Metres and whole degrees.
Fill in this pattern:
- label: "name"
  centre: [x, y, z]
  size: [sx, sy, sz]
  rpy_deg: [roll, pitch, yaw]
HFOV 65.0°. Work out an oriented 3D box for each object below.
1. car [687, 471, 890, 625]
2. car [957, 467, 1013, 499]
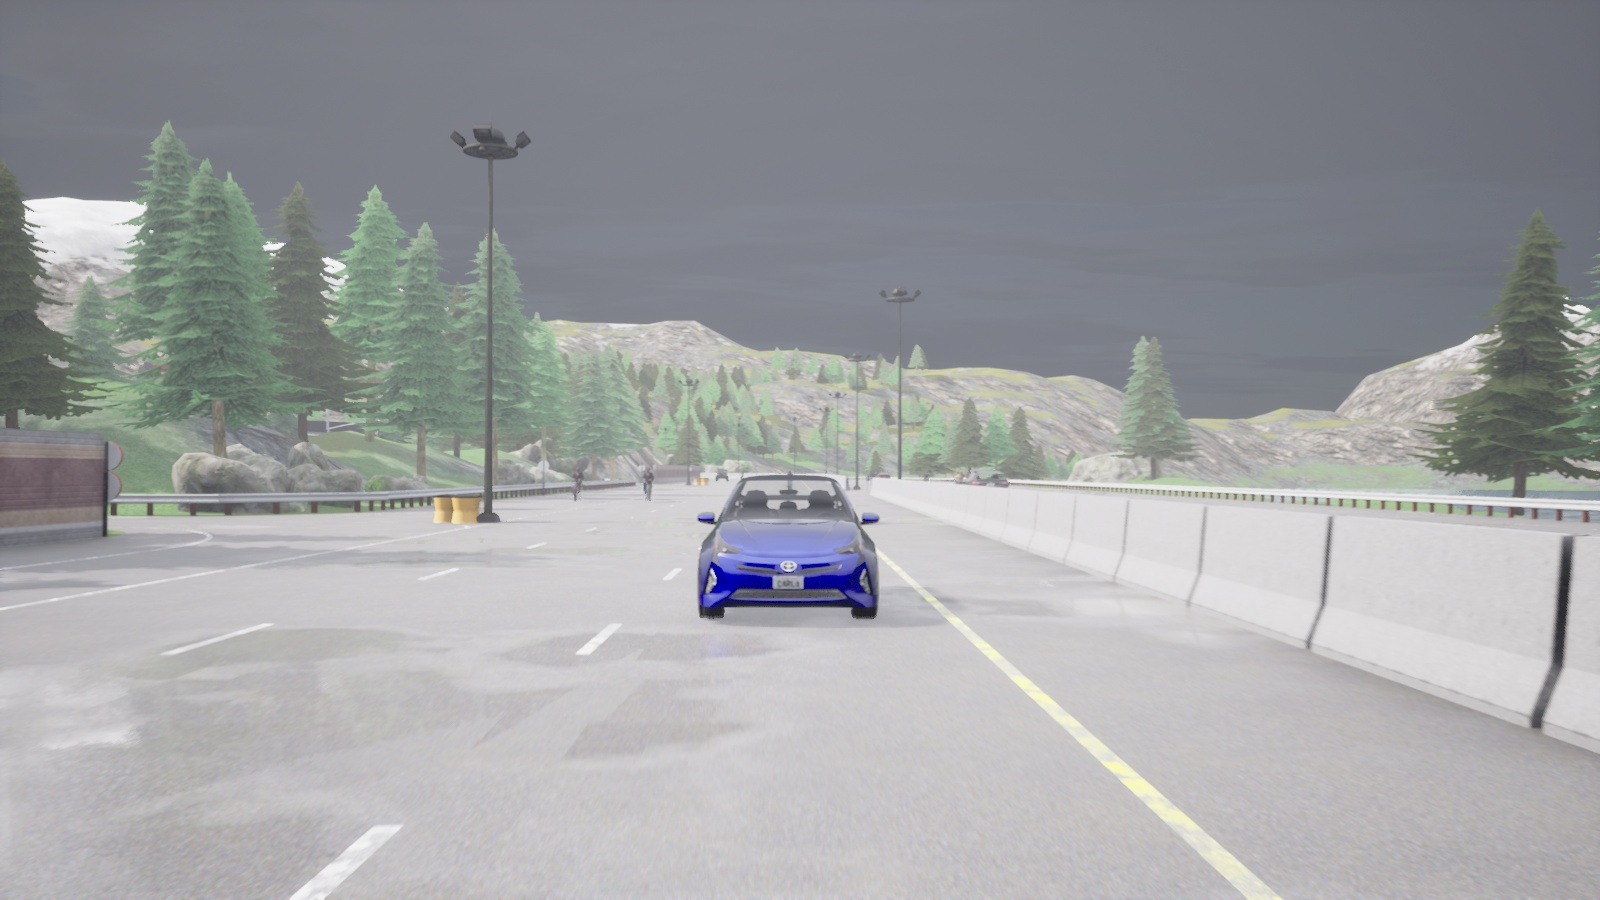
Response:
- label: "car"
  centre: [-0.137, 1.013, 14.760]
  size: [2.007, 1.525, 4.514]
  rpy_deg: [0, -1, -1]
- label: "car"
  centre: [9.890, 1.759, 67.446]
  size: [2.242, 1.667, 4.611]
  rpy_deg: [0, -1, -1]
